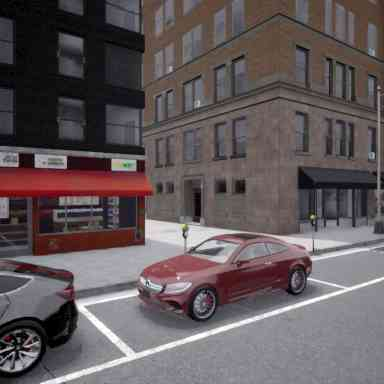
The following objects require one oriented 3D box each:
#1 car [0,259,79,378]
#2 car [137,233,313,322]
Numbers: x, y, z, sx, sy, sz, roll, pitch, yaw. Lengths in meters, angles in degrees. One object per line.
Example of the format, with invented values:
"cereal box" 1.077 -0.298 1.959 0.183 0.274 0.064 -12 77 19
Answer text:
"car" -3.597 1.566 3.969 4.313 1.339 1.947 0 0 -35
"car" 0.884 1.582 7.160 4.206 1.307 1.802 0 0 -35
